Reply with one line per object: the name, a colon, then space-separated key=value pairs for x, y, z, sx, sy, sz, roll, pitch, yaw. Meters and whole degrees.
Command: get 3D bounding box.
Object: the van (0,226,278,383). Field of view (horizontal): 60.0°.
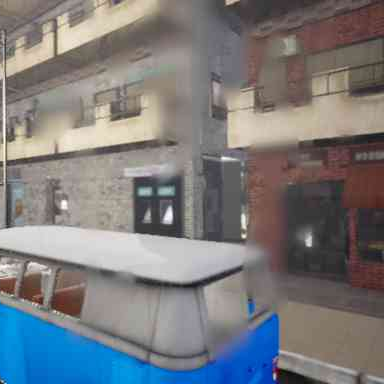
van: x=-1.082 y=1.340 z=3.623 sx=3.998 sy=1.788 sz=1.690 roll=0 pitch=-1 yaw=35
